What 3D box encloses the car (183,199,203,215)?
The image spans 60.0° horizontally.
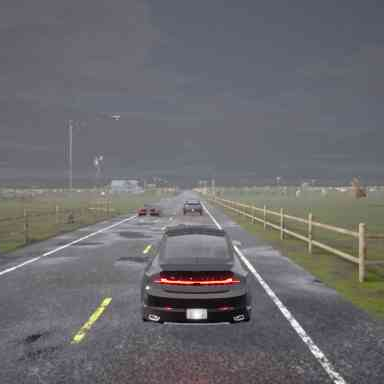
[{"bbox_3d":[0.095,1.475,33.196,2.128,1.511,4.902,0,0,0],"label":"car"}]

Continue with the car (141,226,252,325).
[{"bbox_3d":[0.077,1.504,7.210,1.837,1.490,4.892,0,0,0],"label":"car"}]

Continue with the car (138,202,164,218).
[{"bbox_3d":[-3.599,1.588,29.604,1.895,1.301,4.718,0,0,0],"label":"car"}]
